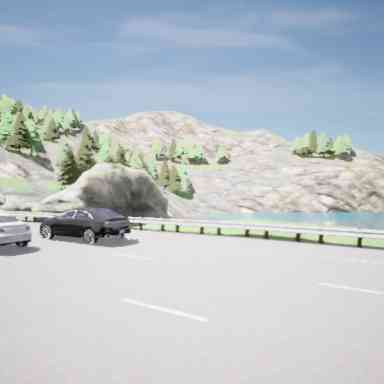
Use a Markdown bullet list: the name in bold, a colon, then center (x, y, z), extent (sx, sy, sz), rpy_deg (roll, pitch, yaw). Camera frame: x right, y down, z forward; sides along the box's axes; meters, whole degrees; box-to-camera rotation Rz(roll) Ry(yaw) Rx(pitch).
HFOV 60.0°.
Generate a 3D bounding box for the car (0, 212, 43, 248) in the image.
- **car**: center (-8.388, 1.524, 13.398), extent (4.674, 1.442, 1.812), rpy_deg (0, 0, 31)

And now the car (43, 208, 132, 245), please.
- **car**: center (-5.041, 1.482, 15.450), extent (4.902, 1.511, 2.128), rpy_deg (0, 0, 31)
